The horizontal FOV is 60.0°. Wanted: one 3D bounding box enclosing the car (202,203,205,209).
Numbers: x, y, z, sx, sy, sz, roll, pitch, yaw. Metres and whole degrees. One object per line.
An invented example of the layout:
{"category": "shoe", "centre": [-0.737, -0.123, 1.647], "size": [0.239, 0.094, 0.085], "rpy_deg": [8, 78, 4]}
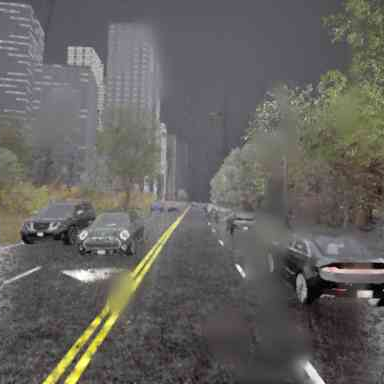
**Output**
{"category": "car", "centre": [3.709, 3.213, 68.889], "size": [1.882, 1.535, 5.008], "rpy_deg": [3, -1, 1]}

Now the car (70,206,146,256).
{"category": "car", "centre": [-3.344, 1.616, 14.549], "size": [2.097, 1.767, 4.553], "rpy_deg": [0, 1, 0]}

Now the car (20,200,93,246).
{"category": "car", "centre": [-6.578, 1.483, 17.212], "size": [2.150, 2.045, 5.566], "rpy_deg": [-1, 0, 0]}

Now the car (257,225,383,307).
{"category": "car", "centre": [3.362, 1.828, 8.888], "size": [2.128, 1.511, 4.902], "rpy_deg": [1, -1, 0]}

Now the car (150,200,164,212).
{"category": "car", "centre": [-6.167, 2.542, 59.918], "size": [2.150, 2.045, 5.566], "rpy_deg": [1, -1, 1]}

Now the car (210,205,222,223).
{"category": "car", "centre": [3.370, 2.471, 35.879], "size": [2.128, 1.511, 4.902], "rpy_deg": [0, -1, 1]}

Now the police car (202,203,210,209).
{"category": "police car", "centre": [3.881, 3.797, 90.897], "size": [2.038, 1.542, 4.974], "rpy_deg": [1, -2, 1]}

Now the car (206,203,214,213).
{"category": "car", "centre": [3.475, 2.744, 46.879], "size": [2.128, 1.511, 4.902], "rpy_deg": [1, -1, 1]}

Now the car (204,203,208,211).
{"category": "car", "centre": [3.608, 2.935, 58.077], "size": [1.801, 1.575, 5.366], "rpy_deg": [3, -1, 1]}

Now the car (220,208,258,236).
{"category": "car", "centre": [3.425, 2.144, 23.489], "size": [2.128, 1.511, 4.902], "rpy_deg": [3, -1, 0]}

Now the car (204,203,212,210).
{"category": "car", "centre": [3.808, 3.499, 79.891], "size": [1.837, 1.490, 4.892], "rpy_deg": [3, -1, 1]}

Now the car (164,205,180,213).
{"category": "car", "centre": [-3.012, 2.849, 55.445], "size": [1.895, 1.301, 4.718], "rpy_deg": [-3, -3, 1]}
